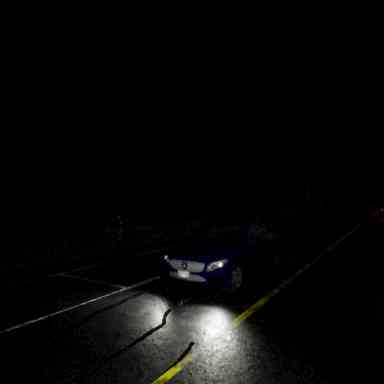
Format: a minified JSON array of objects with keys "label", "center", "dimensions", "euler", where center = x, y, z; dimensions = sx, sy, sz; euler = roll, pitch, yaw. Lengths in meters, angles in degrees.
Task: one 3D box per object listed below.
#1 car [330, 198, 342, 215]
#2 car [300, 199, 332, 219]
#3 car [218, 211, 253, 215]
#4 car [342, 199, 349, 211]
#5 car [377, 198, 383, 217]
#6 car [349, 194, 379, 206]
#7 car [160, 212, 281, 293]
[{"label":"car","center":[13.749,1.566,34.114],"dimensions":[1.947,1.339,4.313],"euler":[0,0,32]},{"label":"car","center":[10.799,1.582,29.443],"dimensions":[1.802,1.307,4.206],"euler":[0,0,32]},{"label":"car","center":[1.949,1.566,15.428],"dimensions":[1.947,1.339,4.313],"euler":[0,0,32]},{"label":"car","center":[16.699,1.441,38.786],"dimensions":[1.967,1.590,4.097],"euler":[0,0,32]},{"label":"car","center":[18.354,1.548,30.612],"dimensions":[2.033,1.411,5.357],"euler":[0,0,32]},{"label":"car","center":[28.190,1.494,55.891],"dimensions":[2.128,1.511,4.902],"euler":[0,0,-14]},{"label":"car","center":[1.060,1.526,9.210],"dimensions":[1.812,1.442,4.674],"euler":[0,0,32]}]
